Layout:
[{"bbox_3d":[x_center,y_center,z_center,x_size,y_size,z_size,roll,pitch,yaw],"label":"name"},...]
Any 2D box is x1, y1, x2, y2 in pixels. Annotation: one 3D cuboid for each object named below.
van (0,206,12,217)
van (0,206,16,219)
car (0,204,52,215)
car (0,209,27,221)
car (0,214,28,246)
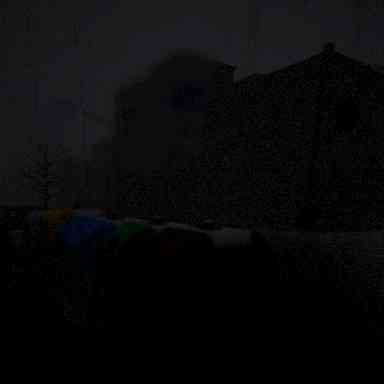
[{"bbox_3d":[-33.537,3.296,56.675,1.878,1.987,4.442,-1,-3,36],"label":"van"},{"bbox_3d":[-30.158,3.116,51.690,1.878,1.987,4.442,-1,-3,36],"label":"van"},{"bbox_3d":[-8.249,1.910,19.375,2.435,2.045,5.566,-2,-4,36],"label":"car"},{"bbox_3d":[-25.049,3.076,44.307,2.097,1.535,5.008,-1,-3,36],"label":"car"},{"bbox_3d":[-6.473,2.060,16.978,1.946,1.575,5.366,-2,-4,36],"label":"car"}]
